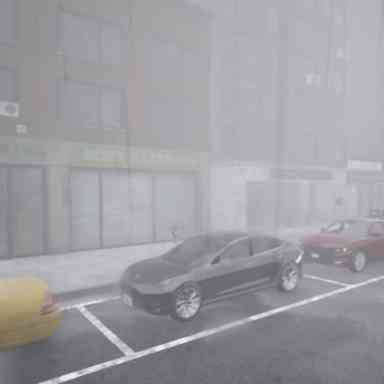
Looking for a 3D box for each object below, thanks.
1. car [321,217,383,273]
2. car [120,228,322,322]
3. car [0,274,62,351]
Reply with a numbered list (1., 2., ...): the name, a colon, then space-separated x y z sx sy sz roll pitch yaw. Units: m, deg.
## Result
1. car: 5.240 1.501 10.502 4.507 1.381 1.887 0 0 -35
2. car: 0.625 1.547 7.211 4.313 1.339 1.947 0 0 -35
3. car: -4.128 1.531 3.821 4.829 1.417 1.752 0 0 -35
